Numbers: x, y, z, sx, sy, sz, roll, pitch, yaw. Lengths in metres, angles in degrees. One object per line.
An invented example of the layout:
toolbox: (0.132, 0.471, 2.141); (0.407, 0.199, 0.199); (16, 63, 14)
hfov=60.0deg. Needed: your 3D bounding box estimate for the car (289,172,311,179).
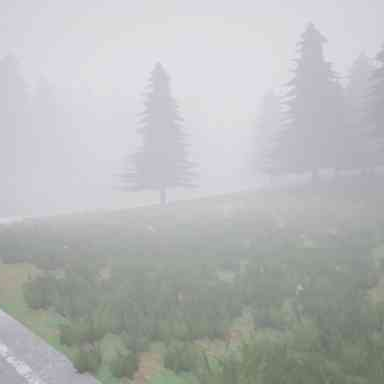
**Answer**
car: (18.956, -2.562, 57.280); (4.892, 1.490, 1.837); (-6, 2, -20)
